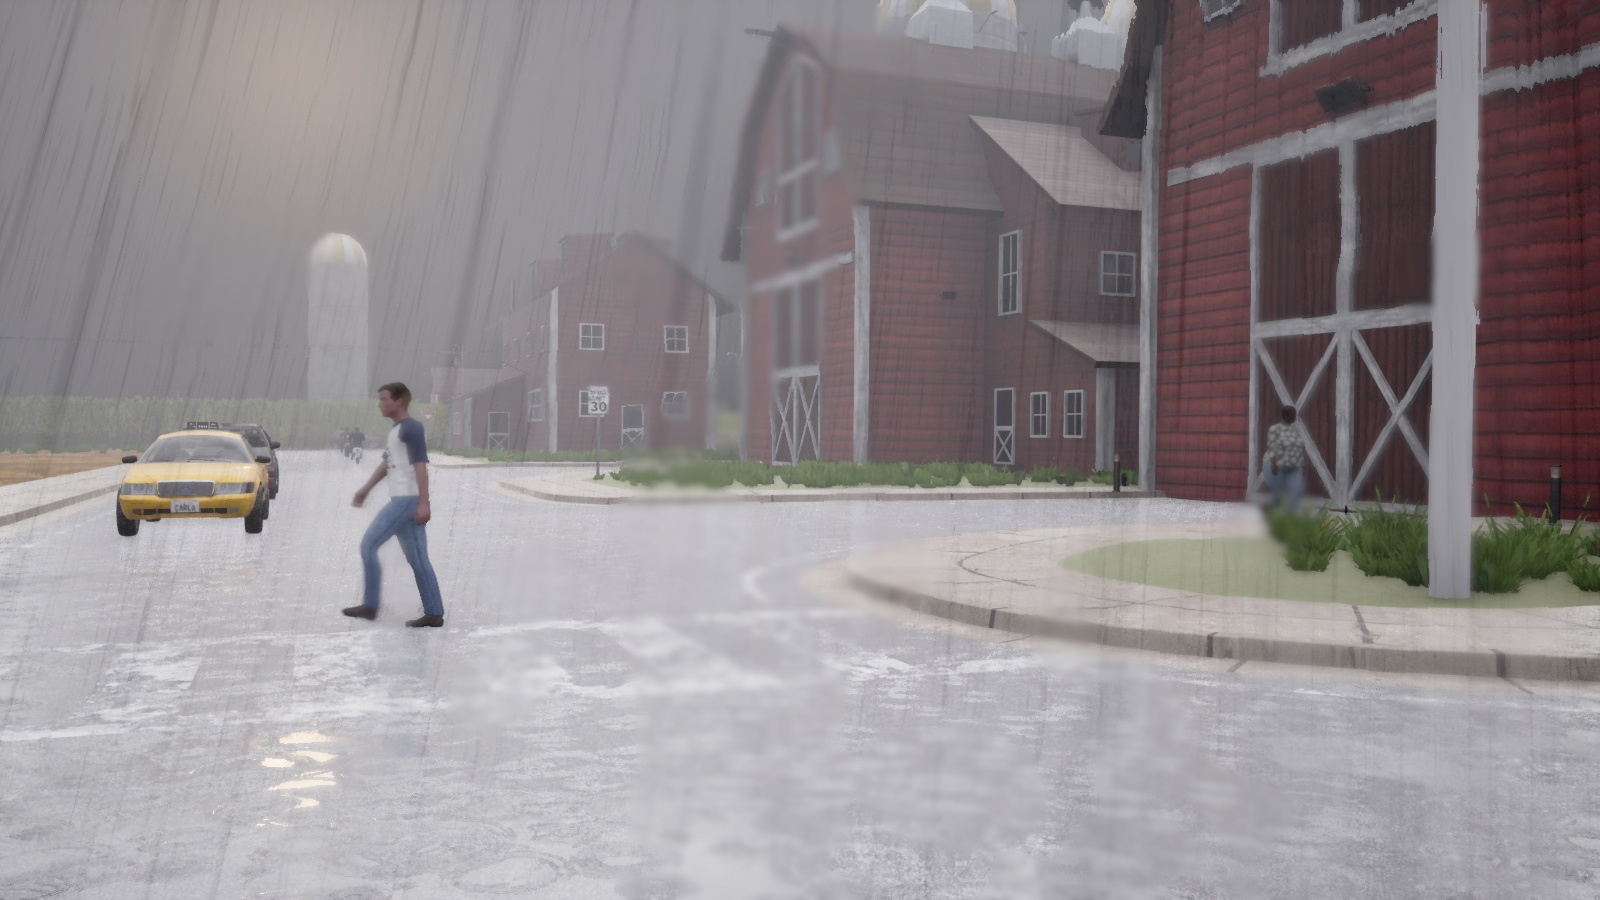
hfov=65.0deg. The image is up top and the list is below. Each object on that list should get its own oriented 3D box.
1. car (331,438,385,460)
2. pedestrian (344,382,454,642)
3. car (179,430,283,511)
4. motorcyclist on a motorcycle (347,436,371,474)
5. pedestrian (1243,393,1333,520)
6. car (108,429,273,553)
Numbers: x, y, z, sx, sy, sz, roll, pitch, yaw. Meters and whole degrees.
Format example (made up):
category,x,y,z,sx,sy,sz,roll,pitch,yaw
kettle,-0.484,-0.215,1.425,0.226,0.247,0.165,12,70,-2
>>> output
category,x,y,z,sx,sy,sz,roll,pitch,yaw
car,-31.926,-0.071,90.770,3.633,1.501,1.845,-1,1,-20
pedestrian,-2.936,0.434,9.192,0.706,1.836,0.354,-1,1,-24
car,-12.337,0.395,27.444,1.851,1.617,3.988,-1,1,-21
motorcyclist on a motorcycle,-18.865,0.186,53.721,0.866,1.590,1.817,-1,1,-21
pedestrian,7.361,0.085,18.966,0.874,1.855,0.900,-1,1,-22
car,-9.016,0.506,18.960,1.801,1.575,5.366,-1,1,-21
